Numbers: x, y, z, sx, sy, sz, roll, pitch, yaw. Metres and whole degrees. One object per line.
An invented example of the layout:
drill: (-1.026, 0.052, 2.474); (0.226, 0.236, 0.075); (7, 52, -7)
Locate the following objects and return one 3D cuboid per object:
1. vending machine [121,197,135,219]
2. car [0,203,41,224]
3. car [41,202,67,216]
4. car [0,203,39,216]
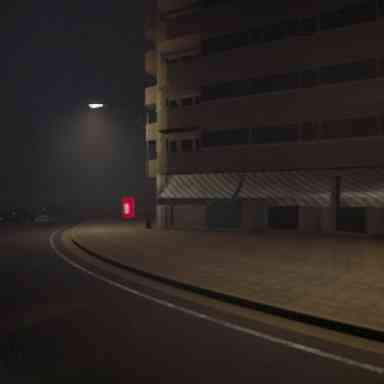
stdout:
vending machine: (-6.299, 1.543, 32.726); (1.100, 2.100, 0.880); (0, -1, 7)
car: (-14.546, 1.853, 27.476); (1.812, 1.442, 4.674); (0, -1, -4)
car: (-16.828, 1.982, 39.709); (1.812, 1.442, 4.674); (-1, -1, 16)
car: (-20.459, 2.031, 39.367); (1.994, 1.385, 4.181); (0, -1, 14)
